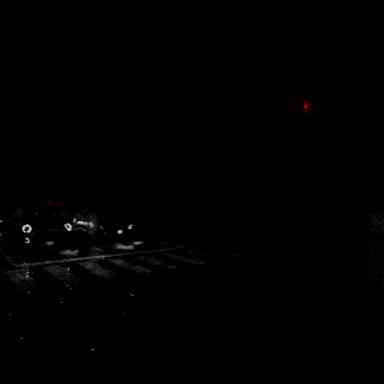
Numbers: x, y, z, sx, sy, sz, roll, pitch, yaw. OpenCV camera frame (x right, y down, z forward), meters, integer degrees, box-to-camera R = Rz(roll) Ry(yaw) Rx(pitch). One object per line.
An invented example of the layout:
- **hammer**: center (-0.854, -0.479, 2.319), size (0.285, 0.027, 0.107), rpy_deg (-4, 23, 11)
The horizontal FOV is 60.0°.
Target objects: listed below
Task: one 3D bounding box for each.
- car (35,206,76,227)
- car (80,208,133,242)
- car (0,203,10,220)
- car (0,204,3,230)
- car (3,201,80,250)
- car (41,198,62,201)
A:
- **car**: center (-10.584, 1.797, 25.626), size (1.895, 1.301, 4.718), rpy_deg (1, -1, -36)
- **car**: center (-4.793, 1.643, 17.604), size (1.837, 1.490, 4.892), rpy_deg (1, -1, -36)
- **car**: center (-18.245, 1.785, 30.706), size (1.994, 1.385, 4.181), rpy_deg (1, -1, -35)
- **car**: center (-12.449, 1.707, 22.663), size (2.033, 1.411, 5.357), rpy_deg (1, -1, -35)
- **car**: center (-6.905, 1.455, 14.979), size (2.097, 1.767, 4.553), rpy_deg (1, -1, -36)
- **car**: center (-21.841, 1.788, 52.680), size (2.097, 1.767, 4.553), rpy_deg (1, -1, -36)
